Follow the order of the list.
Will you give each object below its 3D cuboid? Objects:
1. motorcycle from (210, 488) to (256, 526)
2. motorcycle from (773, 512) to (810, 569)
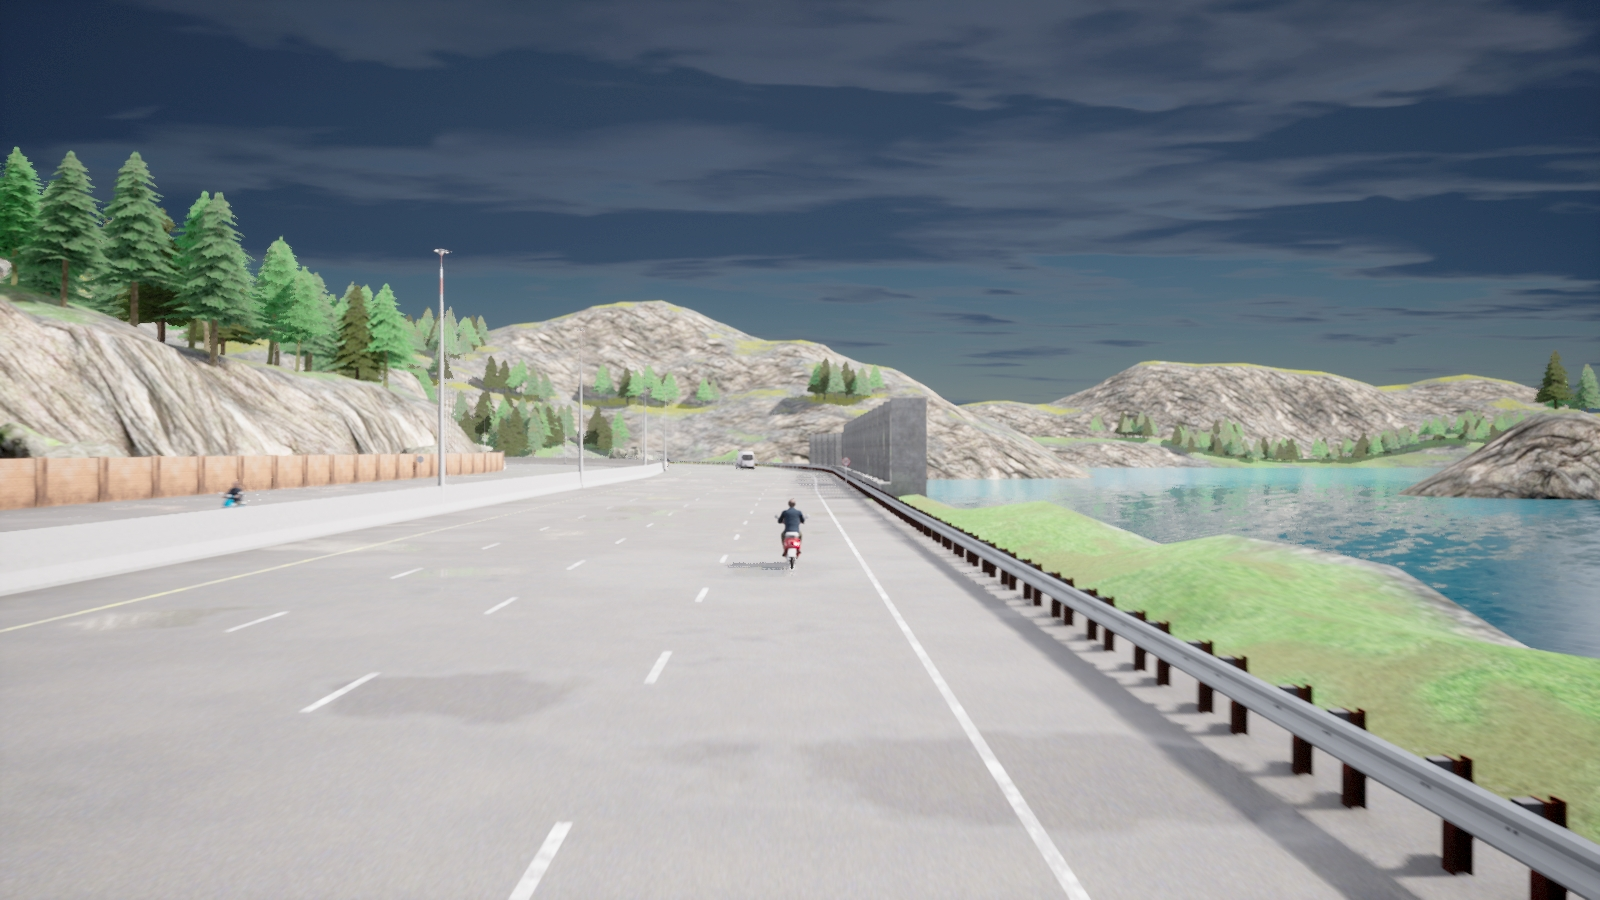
[{"bbox_3d":[-21.338,2.124,43.045,0.856,1.334,1.805,0,0,-1],"label":"motorcycle"},{"bbox_3d":[-0.203,2.173,27.628,0.856,1.236,1.805,0,0,-1],"label":"motorcycle"}]
